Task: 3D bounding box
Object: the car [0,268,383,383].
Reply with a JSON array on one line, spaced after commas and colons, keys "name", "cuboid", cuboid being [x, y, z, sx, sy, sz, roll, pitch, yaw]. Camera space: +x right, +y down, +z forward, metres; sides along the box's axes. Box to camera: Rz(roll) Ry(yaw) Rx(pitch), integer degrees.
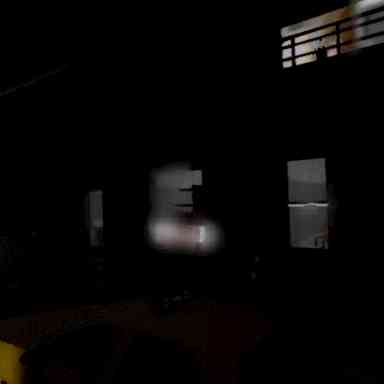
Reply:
[{"name": "car", "cuboid": [-0.375, 1.547, 3.014, 4.829, 1.417, 1.752, -1, -2, 36]}]
